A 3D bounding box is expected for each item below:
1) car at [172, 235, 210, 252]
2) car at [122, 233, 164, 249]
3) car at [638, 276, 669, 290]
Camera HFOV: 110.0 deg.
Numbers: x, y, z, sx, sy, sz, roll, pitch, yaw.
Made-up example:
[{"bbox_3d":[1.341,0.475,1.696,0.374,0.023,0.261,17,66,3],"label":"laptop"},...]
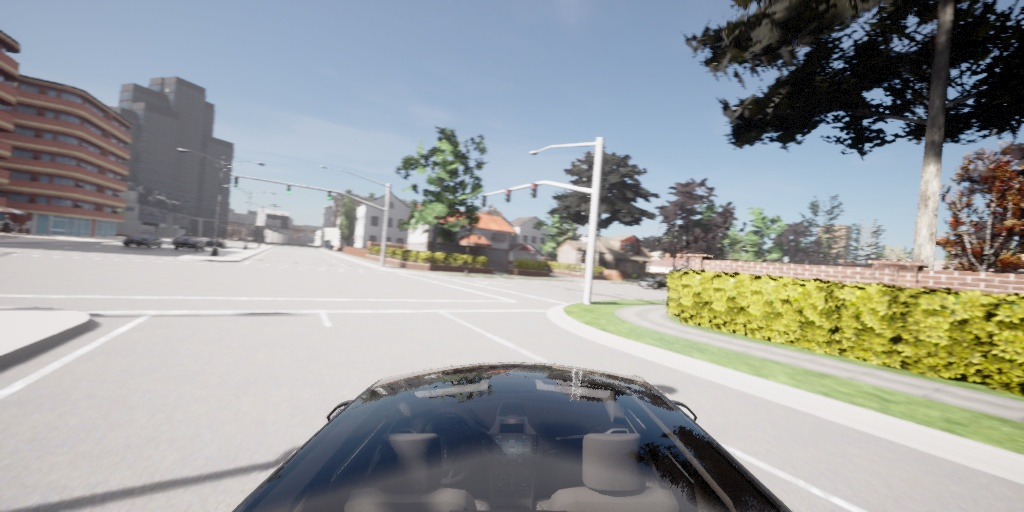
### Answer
[{"bbox_3d":[-33.976,-1.226,37.903,1.895,1.301,4.718,5,-1,-31],"label":"car"},{"bbox_3d":[-36.938,-1.540,36.074,2.033,1.411,5.357,5,0,-31],"label":"car"},{"bbox_3d":[15.346,2.818,37.719,4.674,1.442,1.812,5,0,-32],"label":"car"}]
